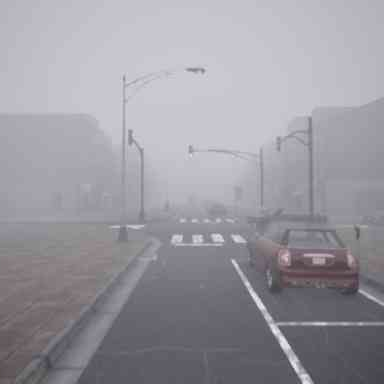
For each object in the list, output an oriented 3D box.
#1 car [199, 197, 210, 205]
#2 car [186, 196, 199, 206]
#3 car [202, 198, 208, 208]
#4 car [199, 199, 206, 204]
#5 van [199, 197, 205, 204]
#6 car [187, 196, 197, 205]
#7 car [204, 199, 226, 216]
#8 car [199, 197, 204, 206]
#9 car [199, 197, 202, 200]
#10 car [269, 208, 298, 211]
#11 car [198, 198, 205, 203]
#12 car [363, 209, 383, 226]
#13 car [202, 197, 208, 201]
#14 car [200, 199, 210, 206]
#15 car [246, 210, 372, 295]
[{"bbox_3d":[2.674,1.978,73.730,2.192,1.841,5.009,1,-1,0],"label":"car"},{"bbox_3d":[0.028,1.784,66.219,2.150,2.045,5.566,0,-1,0],"label":"car"},{"bbox_3d":[2.664,1.839,41.103,1.947,1.339,4.313,1,-1,0],"label":"car"},{"bbox_3d":[2.670,2.401,84.602,1.802,1.307,4.206,1,-1,0],"label":"car"},{"bbox_3d":[2.676,2.243,90.043,1.690,1.788,3.998,1,-1,0],"label":"van"},{"bbox_3d":[0.016,1.928,76.628,2.150,2.045,5.566,0,-1,0],"label":"car"},{"bbox_3d":[2.664,1.788,35.666,1.947,1.339,4.313,1,-1,0],"label":"car"},{"bbox_3d":[2.667,2.018,57.415,1.947,1.339,4.313,1,-1,0],"label":"car"},{"bbox_3d":[2.668,2.047,63.022,1.752,1.417,4.829,1,-1,0],"label":"car"},{"bbox_3d":[5.879,1.635,20.254,4.718,1.301,1.895,0,-2,-15],"label":"car"},{"bbox_3d":[2.672,2.533,95.477,1.887,1.381,4.507,1,-1,0],"label":"car"},{"bbox_3d":[14.571,1.706,23.746,4.181,1.385,1.994,0,-2,0],"label":"car"},{"bbox_3d":[2.667,1.855,46.709,1.752,1.417,4.829,1,-1,0],"label":"car"},{"bbox_3d":[2.669,2.117,68.459,1.752,1.417,4.829,1,-1,0],"label":"car"},{"bbox_3d":[2.665,1.484,8.920,1.967,1.590,4.097,2,0,0],"label":"car"}]
